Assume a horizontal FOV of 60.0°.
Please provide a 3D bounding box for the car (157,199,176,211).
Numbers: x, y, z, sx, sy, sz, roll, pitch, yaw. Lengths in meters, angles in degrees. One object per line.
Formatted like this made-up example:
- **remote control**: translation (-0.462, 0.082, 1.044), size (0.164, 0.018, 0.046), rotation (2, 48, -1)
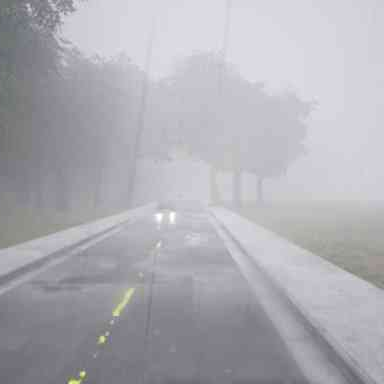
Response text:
- **car**: translation (-2.844, 1.466, 37.792), size (1.895, 1.301, 4.718), rotation (0, 0, 0)
